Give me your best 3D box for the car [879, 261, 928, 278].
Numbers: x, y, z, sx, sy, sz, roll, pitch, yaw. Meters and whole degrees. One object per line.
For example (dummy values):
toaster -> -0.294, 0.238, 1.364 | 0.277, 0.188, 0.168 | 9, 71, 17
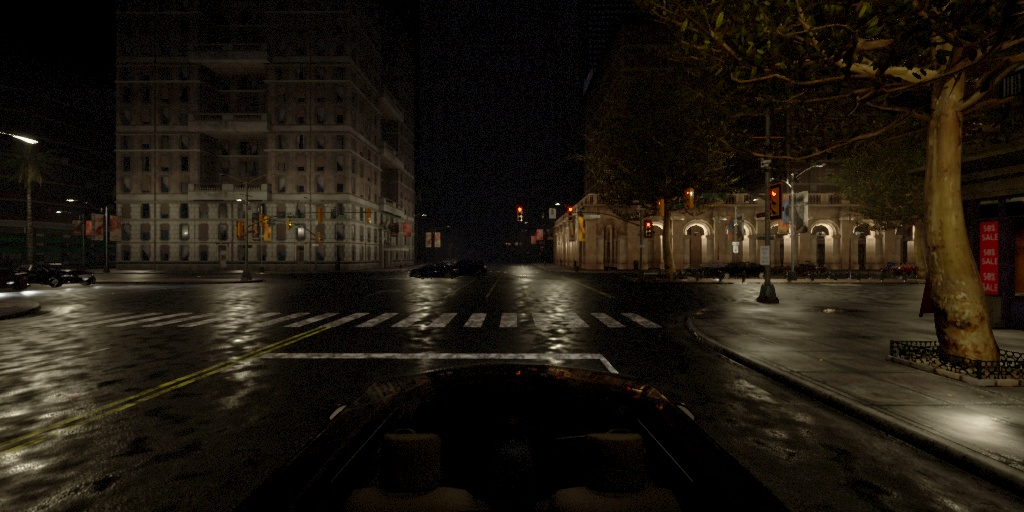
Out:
car -> 34.918, 1.351, 31.051 | 4.718, 1.301, 1.895 | 0, 0, 1

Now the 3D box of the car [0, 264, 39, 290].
car -> -29.793, 1.314, 19.910 | 4.181, 1.385, 1.994 | 0, 0, 1

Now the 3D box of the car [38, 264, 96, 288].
car -> -30.233, 1.242, 23.421 | 4.902, 1.511, 2.128 | 0, 0, 1

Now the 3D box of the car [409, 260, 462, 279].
car -> -6.811, 1.314, 31.408 | 4.181, 1.385, 1.994 | 0, 0, 0

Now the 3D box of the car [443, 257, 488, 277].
car -> -4.598, 1.102, 34.889 | 4.553, 1.767, 2.097 | 0, 0, 0

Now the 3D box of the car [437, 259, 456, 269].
car -> -10.412, 1.242, 57.249 | 2.128, 1.511, 4.902 | 0, 0, 1

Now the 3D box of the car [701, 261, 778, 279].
car -> 19.707, 1.228, 31.183 | 5.008, 1.535, 1.882 | 0, 0, 0

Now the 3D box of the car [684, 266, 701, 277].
car -> 19.703, 1.297, 34.684 | 5.357, 1.411, 2.033 | 0, 0, 0
